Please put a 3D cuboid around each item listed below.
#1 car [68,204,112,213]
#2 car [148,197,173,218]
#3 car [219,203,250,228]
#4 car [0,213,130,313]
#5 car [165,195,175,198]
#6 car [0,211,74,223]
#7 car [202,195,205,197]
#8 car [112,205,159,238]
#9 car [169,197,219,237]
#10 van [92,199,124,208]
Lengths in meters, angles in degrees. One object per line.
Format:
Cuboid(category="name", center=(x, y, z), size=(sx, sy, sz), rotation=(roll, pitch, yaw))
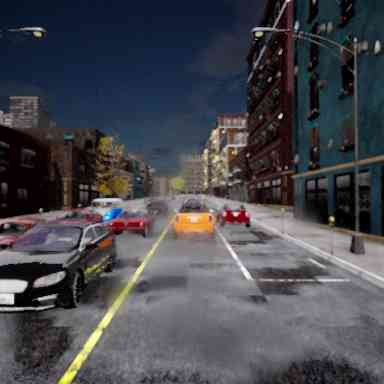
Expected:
Cuboid(category="car", center=(-5.679, 1.542, 16.669), size=(1.887, 1.381, 4.507), rotation=(1, 0, 0))
Cuboid(category="car", center=(-3.088, 1.501, 30.477), size=(1.837, 1.490, 4.892), rotation=(0, 0, 0))
Cuboid(category="car", center=(2.703, 1.438, 22.418), size=(1.967, 1.590, 4.097), rotation=(1, 0, 0))
Cuboid(category="car", center=(-3.095, 1.490, 7.908), size=(2.128, 1.511, 4.902), rotation=(0, 0, 0))
Cuboid(category="car", center=(-5.685, 1.436, 79.223), size=(1.967, 1.590, 4.097), rotation=(1, 0, 0))
Cuboid(category="car", center=(-5.754, 1.543, 10.987), size=(1.887, 1.381, 4.507), rotation=(1, 0, 0))
Cuboid(category="car", center=(2.693, 1.523, 85.142), size=(1.752, 1.417, 4.829), rotation=(1, 0, 0))
Cuboid(category="car", center=(-3.098, 1.598, 17.895), size=(1.895, 1.301, 4.718), rotation=(0, 0, 0))
Cuboid(category="car", center=(0.097, 1.350, 17.997), size=(2.097, 1.767, 4.553), rotation=(0, 0, 0))
Cuboid(category="van", center=(-5.675, 1.338, 22.357), size=(1.690, 1.788, 3.998), rotation=(1, 0, 0))
